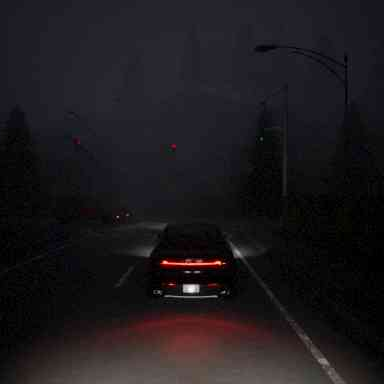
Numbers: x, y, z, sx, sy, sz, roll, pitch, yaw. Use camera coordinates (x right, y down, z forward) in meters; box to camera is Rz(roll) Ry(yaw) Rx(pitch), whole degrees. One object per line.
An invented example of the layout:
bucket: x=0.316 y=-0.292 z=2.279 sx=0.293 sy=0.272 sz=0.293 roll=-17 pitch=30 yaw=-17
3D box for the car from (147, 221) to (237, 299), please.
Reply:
car: x=0.026 y=1.505 z=8.458 sx=1.837 sy=1.490 sz=4.892 roll=0 pitch=0 yaw=1

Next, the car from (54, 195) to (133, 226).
car: x=-6.935 y=1.223 z=23.262 sx=5.566 sy=2.045 sz=2.150 roll=0 pitch=-1 yaw=18
